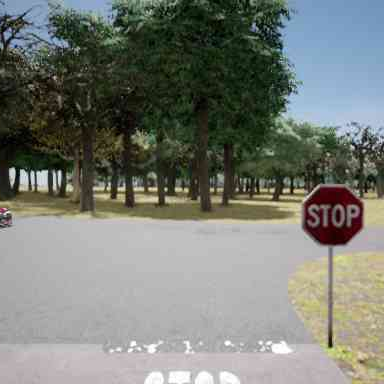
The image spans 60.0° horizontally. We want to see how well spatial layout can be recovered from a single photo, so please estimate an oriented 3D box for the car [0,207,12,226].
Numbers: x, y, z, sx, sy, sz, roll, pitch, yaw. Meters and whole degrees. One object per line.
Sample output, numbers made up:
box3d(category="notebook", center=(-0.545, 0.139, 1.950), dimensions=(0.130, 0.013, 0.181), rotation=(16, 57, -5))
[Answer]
box3d(category="car", center=(-12.383, 1.015, 18.181), dimensions=(4.553, 1.767, 2.097), rotation=(2, 1, 0))
